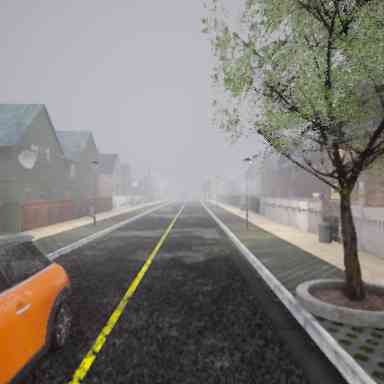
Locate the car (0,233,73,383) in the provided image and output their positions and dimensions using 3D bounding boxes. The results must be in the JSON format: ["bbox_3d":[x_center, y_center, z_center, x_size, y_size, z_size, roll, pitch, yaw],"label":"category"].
[{"bbox_3d":[-2.835,1.342,3.087,2.097,1.767,4.553,0,0,0],"label":"car"}]
